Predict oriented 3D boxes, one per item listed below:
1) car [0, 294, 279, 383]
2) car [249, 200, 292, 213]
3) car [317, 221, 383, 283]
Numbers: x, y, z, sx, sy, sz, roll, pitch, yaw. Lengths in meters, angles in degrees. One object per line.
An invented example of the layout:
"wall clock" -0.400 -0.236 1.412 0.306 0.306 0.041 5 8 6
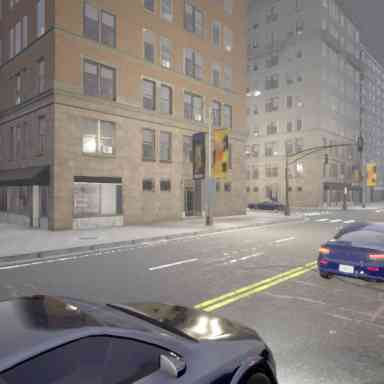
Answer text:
"car" -1.040 1.564 2.571 1.994 1.385 4.181 0 0 43
"car" 8.886 1.593 37.690 4.718 1.301 1.895 0 0 43
"car" 4.979 1.528 9.017 1.812 1.442 4.674 0 0 43
